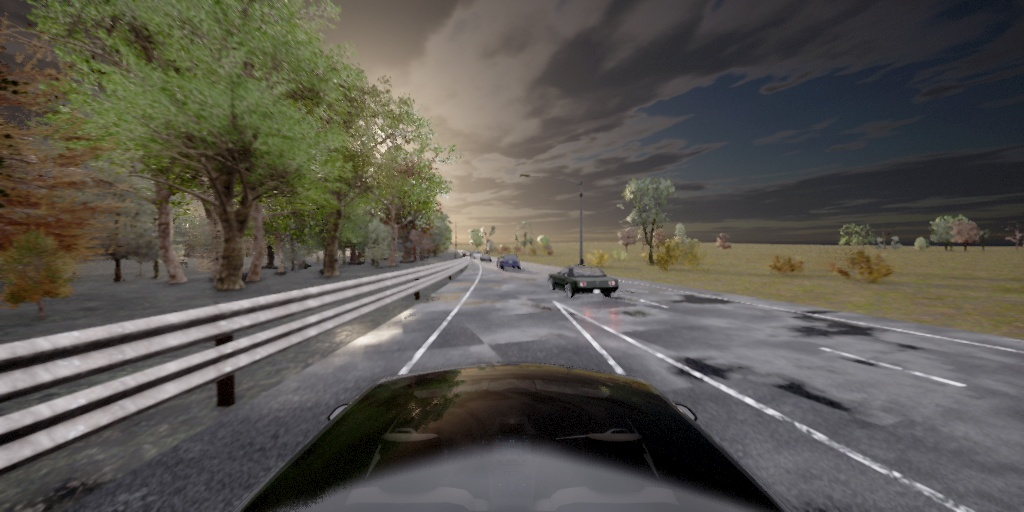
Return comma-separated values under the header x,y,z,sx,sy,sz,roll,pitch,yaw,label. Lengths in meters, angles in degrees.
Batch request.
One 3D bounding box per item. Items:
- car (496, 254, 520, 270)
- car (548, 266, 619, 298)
x,y,z,sx,sy,sz,roll,pitch,yaw,label
-0.469,0.557,39.211,2.097,1.767,4.553,0,1,-9,car
3.069,1.112,16.585,1.895,1.301,4.718,0,1,-9,car
